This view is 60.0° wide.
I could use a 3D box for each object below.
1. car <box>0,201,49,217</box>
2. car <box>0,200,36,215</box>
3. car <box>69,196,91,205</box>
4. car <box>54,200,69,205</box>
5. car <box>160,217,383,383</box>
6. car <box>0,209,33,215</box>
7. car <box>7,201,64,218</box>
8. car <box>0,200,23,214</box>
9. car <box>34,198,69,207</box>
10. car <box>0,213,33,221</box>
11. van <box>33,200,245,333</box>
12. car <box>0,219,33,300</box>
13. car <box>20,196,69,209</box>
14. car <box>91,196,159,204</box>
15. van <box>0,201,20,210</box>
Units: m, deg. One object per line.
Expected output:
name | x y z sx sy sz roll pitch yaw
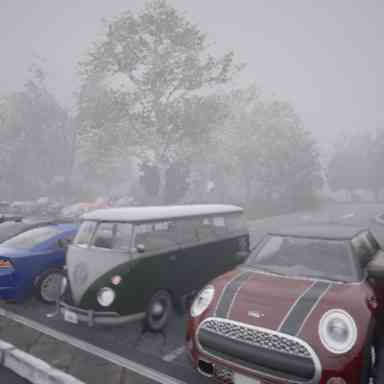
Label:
car | -18.116 1.729 35.408 2.163 1.488 4.792 -1 0 35
car | -20.372 1.724 37.042 2.097 1.535 5.008 -1 0 35
car | -6.771 1.343 27.341 2.435 2.045 5.566 0 0 35
car | -9.124 1.652 29.047 2.002 1.452 4.674 0 0 35
car | 1.859 1.357 5.229 2.185 1.767 4.553 0 0 35
car | -7.313 1.575 11.678 2.163 1.488 4.792 0 0 35
car | -15.813 1.704 33.842 2.163 1.488 4.792 -1 0 35
car | -22.747 1.745 38.510 1.946 1.575 5.366 -1 0 35
car | -11.294 1.632 30.587 2.097 1.535 5.008 -1 0 35
car | -5.029 1.560 10.053 2.163 1.488 4.792 0 0 35
van | -0.511 1.273 6.734 1.878 1.987 4.442 0 0 35
car | -2.730 1.514 8.448 2.097 1.535 5.008 0 0 35
car | -13.580 1.401 32.184 2.435 2.045 5.566 -1 0 35
car | -4.601 1.328 25.799 2.435 2.045 5.566 0 0 35
van | -9.650 1.336 13.231 1.878 1.987 4.442 0 0 35
